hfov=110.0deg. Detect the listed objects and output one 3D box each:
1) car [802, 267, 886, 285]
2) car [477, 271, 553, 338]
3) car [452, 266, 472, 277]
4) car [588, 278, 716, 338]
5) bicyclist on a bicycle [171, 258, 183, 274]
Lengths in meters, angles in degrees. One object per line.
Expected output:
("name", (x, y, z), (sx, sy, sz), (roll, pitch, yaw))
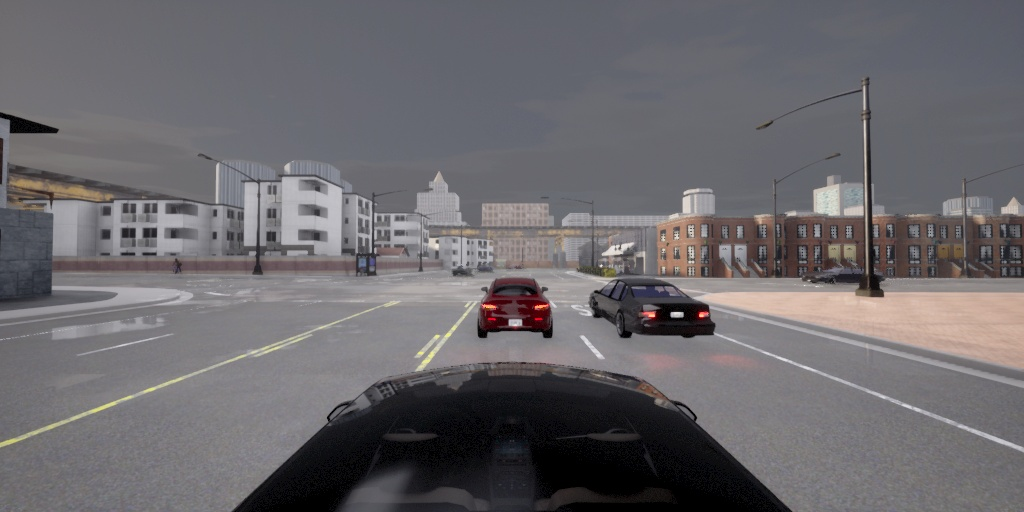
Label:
("car", (26.557, 1.585, 28.793), (5.357, 1.411, 2.033), (0, -1, 1))
("car", (0.079, 1.311, 10.167), (1.812, 1.442, 4.674), (0, 0, 0))
("car", (-6.491, 1.992, 46.728), (1.895, 1.301, 4.718), (0, -1, 3))
("car", (3.583, 1.333, 10.265), (2.033, 1.411, 5.357), (0, 0, 0))
("bicyclist on a bicycle", (-33.986, 1.069, 36.386), (0.582, 1.620, 1.656), (1, -1, -11))
